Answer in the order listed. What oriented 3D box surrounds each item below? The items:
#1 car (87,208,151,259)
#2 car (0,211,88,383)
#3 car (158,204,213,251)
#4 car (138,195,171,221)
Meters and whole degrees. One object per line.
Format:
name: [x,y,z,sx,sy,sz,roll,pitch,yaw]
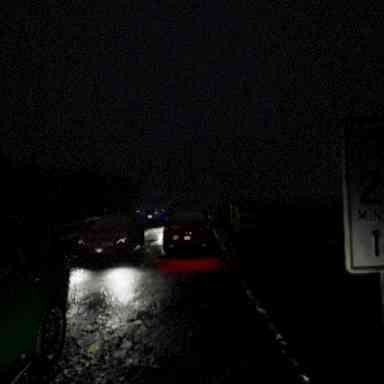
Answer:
car: [-2.961,1.599,12.988,1.812,1.442,4.674,-1,0,0]
car: [-2.834,1.292,2.806,2.150,2.045,5.566,-1,0,-1]
car: [-0.148,1.479,14.312,1.882,1.535,5.008,-2,0,1]
car: [-2.716,1.289,24.998,2.150,2.045,5.566,-2,0,2]
